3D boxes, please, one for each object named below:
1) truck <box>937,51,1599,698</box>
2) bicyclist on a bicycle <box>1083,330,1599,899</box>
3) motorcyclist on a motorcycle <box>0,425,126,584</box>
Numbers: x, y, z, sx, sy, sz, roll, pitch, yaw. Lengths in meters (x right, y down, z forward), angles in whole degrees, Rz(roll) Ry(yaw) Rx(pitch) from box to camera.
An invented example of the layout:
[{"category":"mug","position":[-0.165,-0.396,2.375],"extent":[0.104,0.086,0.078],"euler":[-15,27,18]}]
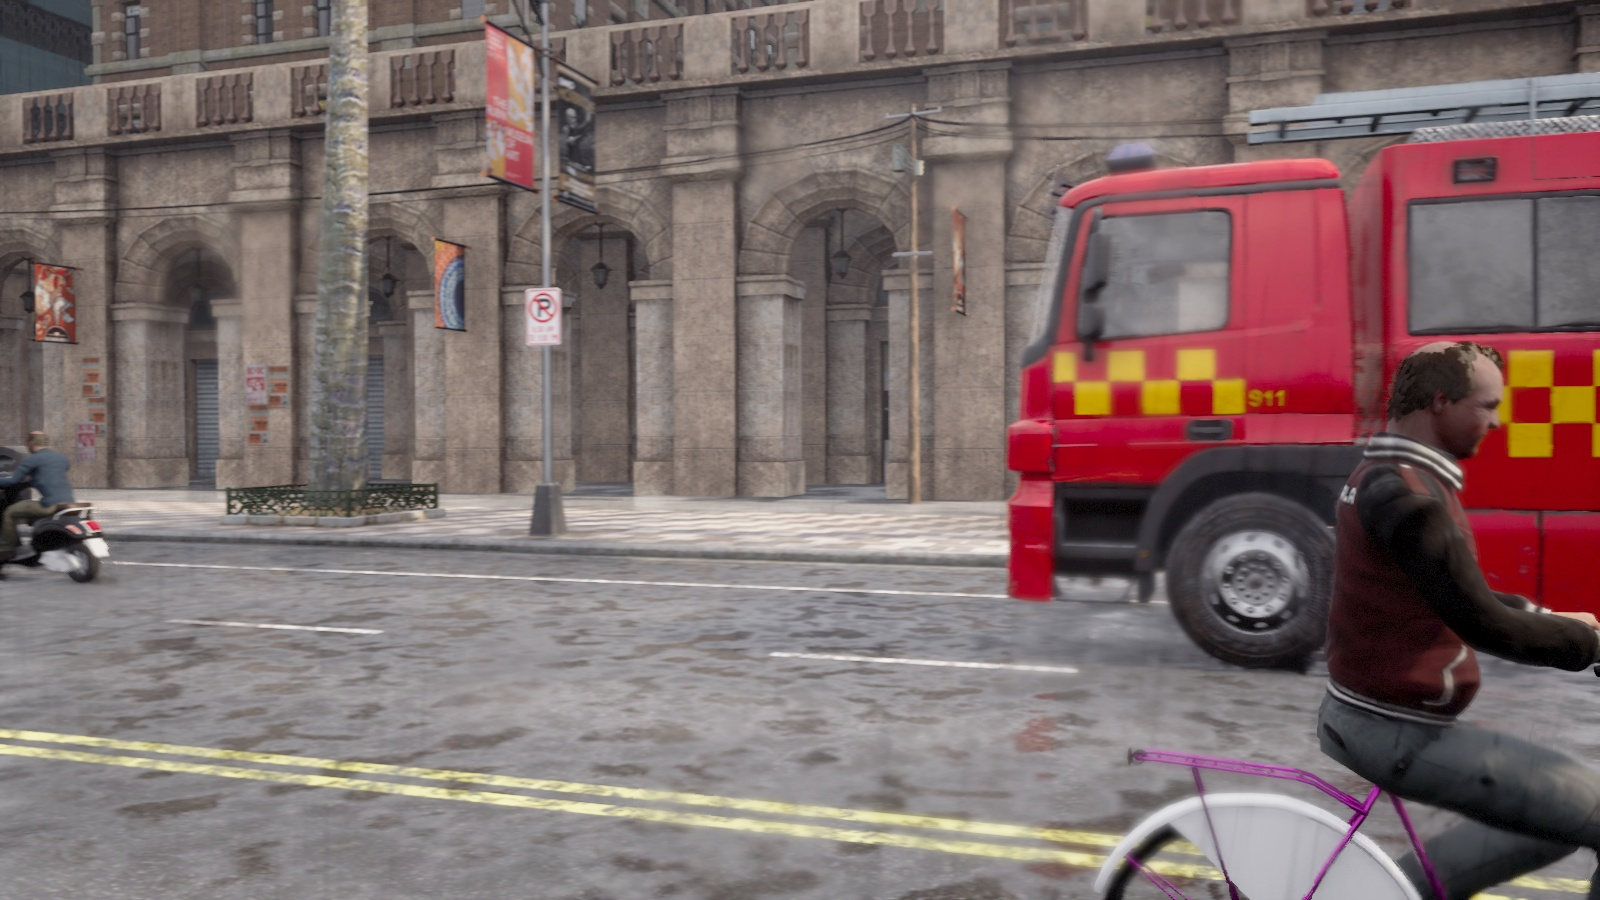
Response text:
[{"category":"truck","position":[5.437,-0.458,8.724],"extent":[8.468,3.827,2.891],"euler":[1,1,19]},{"category":"bicyclist on a bicycle","position":[1.575,0.660,2.659],"extent":[1.843,1.776,0.659],"euler":[0,1,19]},{"category":"motorcyclist on a motorcycle","position":[-8.192,0.535,13.265],"extent":[1.817,1.590,0.866],"euler":[1,1,18]}]
